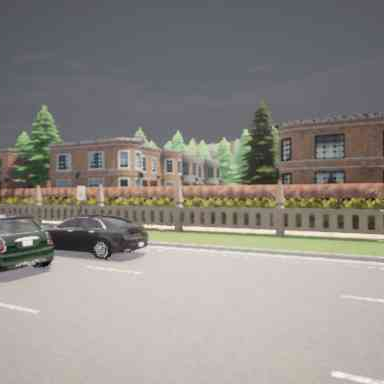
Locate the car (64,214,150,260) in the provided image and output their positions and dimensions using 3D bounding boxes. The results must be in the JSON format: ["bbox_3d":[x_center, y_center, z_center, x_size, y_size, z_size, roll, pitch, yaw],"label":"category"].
[{"bbox_3d":[-3.976,1.611,12.766,4.892,1.490,1.837,0,0,25],"label":"car"}]

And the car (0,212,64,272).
[{"bbox_3d":[-6.441,1.446,10.056,4.553,1.767,2.097,0,0,25],"label":"car"}]
